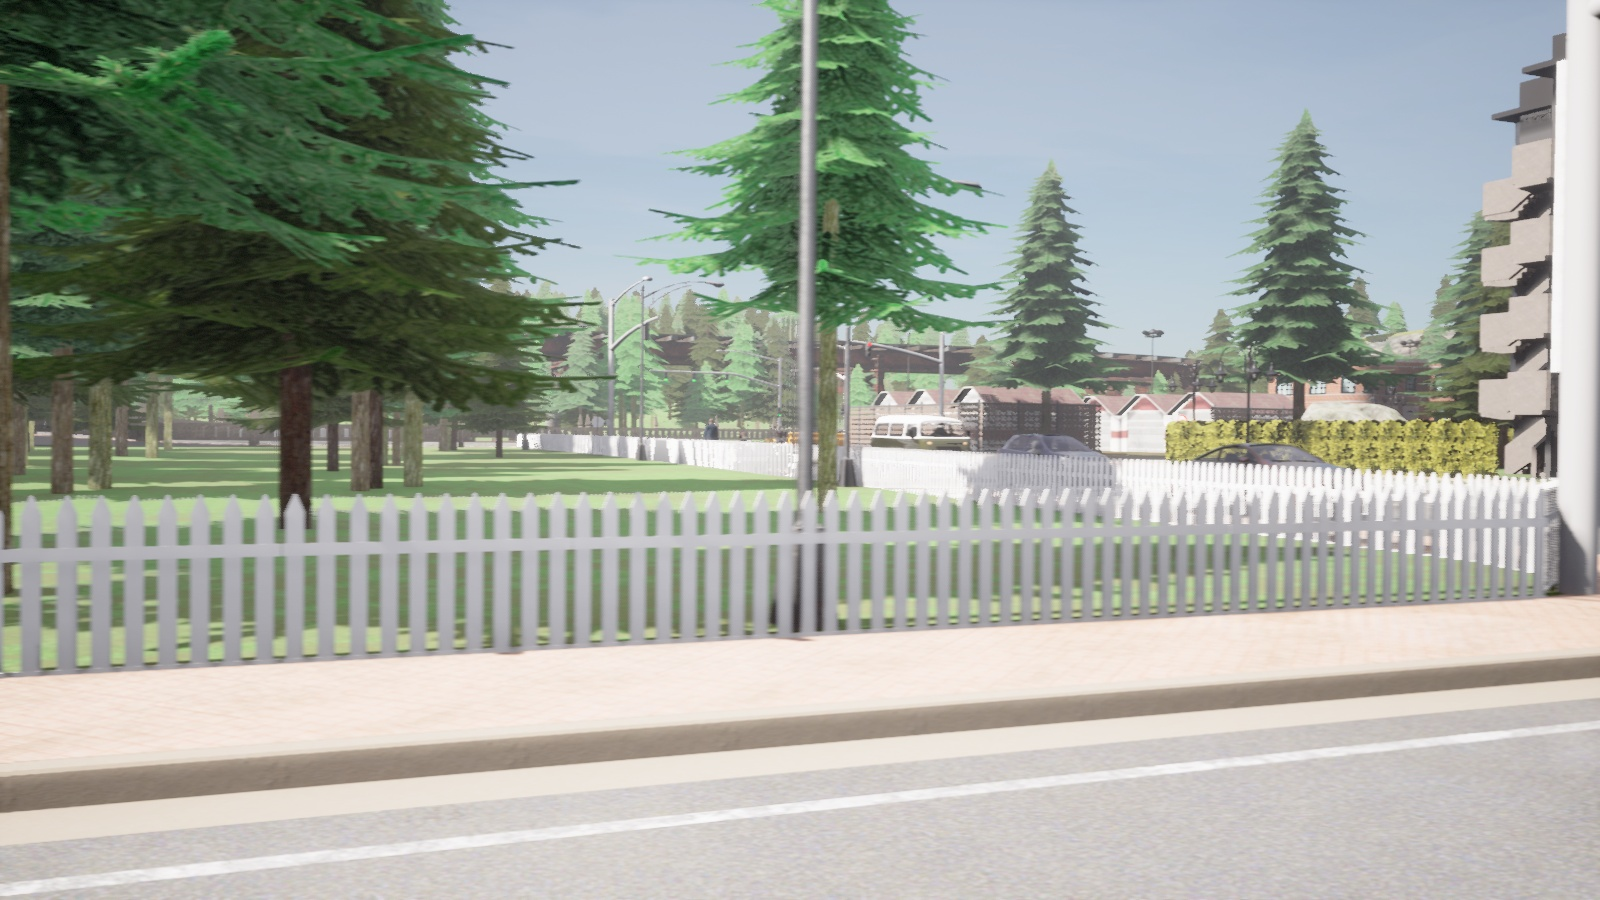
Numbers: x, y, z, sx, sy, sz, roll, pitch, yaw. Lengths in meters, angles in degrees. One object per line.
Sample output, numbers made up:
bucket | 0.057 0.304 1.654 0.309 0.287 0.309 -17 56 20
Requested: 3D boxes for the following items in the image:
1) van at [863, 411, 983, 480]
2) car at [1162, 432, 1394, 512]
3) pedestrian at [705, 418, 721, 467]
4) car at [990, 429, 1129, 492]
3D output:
van | 3.812 -0.167 39.766 2.069 2.038 4.480 -1 1 -19
car | 9.179 0.364 24.511 1.994 1.385 4.181 -1 1 -19
pedestrian | -3.314 -0.288 47.932 0.402 1.842 0.726 -1 1 -19
car | 6.544 0.220 32.004 1.845 1.501 3.633 -1 1 -19
